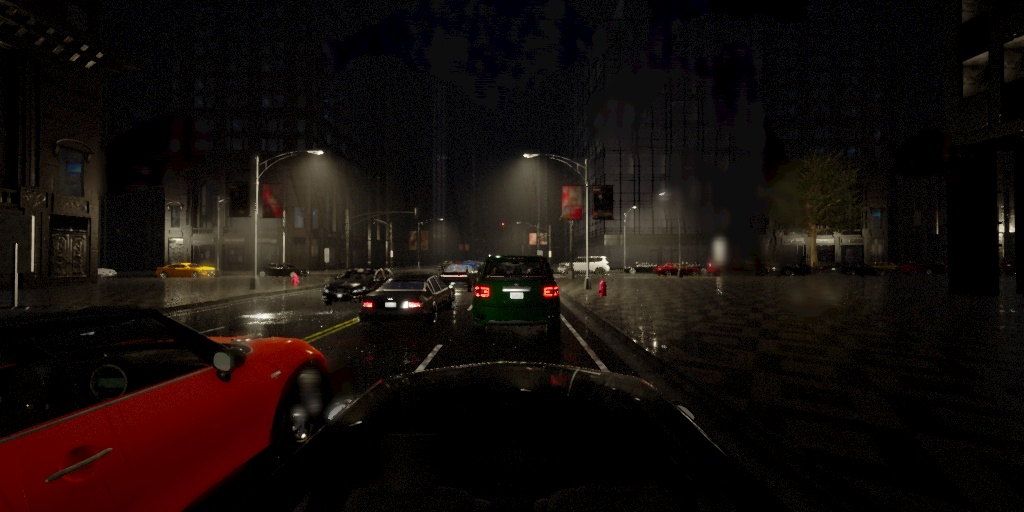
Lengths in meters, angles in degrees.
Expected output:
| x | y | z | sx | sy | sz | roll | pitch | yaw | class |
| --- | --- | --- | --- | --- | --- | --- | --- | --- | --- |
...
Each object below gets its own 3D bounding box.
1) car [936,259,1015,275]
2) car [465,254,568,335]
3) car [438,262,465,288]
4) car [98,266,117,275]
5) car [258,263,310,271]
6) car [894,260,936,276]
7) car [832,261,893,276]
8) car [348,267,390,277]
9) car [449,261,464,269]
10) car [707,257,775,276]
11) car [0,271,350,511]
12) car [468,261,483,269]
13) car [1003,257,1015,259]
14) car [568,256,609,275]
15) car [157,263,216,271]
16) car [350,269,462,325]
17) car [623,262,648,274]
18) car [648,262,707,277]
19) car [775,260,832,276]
| x | y | z | sx | sy | sz | roll | pitch | yaw | class |
| --- | --- | --- | --- | --- | --- | --- | --- | --- | --- |
| 43.552 | 1.213 | 33.754 | 4.507 | 1.381 | 1.888 | 0 | 0 | -1 | car |
| 0.113 | 0.979 | 10.654 | 2.150 | 2.045 | 5.566 | 0 | 0 | 0 | car |
| -3.126 | 1.280 | 21.474 | 2.128 | 1.511 | 4.902 | 0 | 0 | 0 | car |
| -42.078 | 1.542 | 35.490 | 4.674 | 1.442 | 1.812 | 0 | -1 | 0 | car |
| -22.563 | 1.432 | 35.440 | 4.892 | 1.490 | 1.837 | 0 | -1 | 0 | car |
| 42.562 | 1.179 | 36.370 | 5.008 | 1.535 | 1.882 | 0 | -1 | 0 | car |
| 32.275 | 1.259 | 33.595 | 4.313 | 1.339 | 1.948 | 0 | 0 | -1 | car |
| -6.578 | 1.273 | 16.102 | 1.837 | 1.490 | 4.892 | 0 | 0 | 0 | car |
| -9.726 | 1.571 | 63.200 | 1.812 | 1.442 | 4.674 | 0 | 0 | 1 | car |
| 21.001 | 1.041 | 33.437 | 5.009 | 1.841 | 2.192 | 0 | 0 | -1 | car |
| -3.147 | 1.102 | 2.326 | 2.097 | 1.767 | 4.553 | 0 | 0 | 0 | car |
| -6.466 | 1.599 | 64.055 | 2.033 | 1.411 | 5.357 | 0 | 0 | 1 | car |
| 49.190 | 0.972 | 33.833 | 5.009 | 1.841 | 2.192 | 0 | 0 | -1 | car |
| 7.729 | 1.062 | 39.027 | 5.566 | 2.045 | 2.150 | 0 | -1 | -1 | car |
| -32.079 | 1.448 | 35.465 | 5.008 | 1.535 | 1.882 | 0 | -1 | 0 | car |
| -3.122 | 1.307 | 11.737 | 2.033 | 1.411 | 5.357 | 0 | 0 | 0 | car |
| 15.245 | 1.412 | 41.881 | 4.313 | 1.339 | 1.948 | 0 | 0 | -1 | car |
| 15.362 | 1.327 | 33.357 | 4.207 | 1.307 | 1.802 | 0 | 0 | -1 | car |
| 26.638 | 1.275 | 33.516 | 4.313 | 1.339 | 1.948 | 0 | 0 | -1 | car |
